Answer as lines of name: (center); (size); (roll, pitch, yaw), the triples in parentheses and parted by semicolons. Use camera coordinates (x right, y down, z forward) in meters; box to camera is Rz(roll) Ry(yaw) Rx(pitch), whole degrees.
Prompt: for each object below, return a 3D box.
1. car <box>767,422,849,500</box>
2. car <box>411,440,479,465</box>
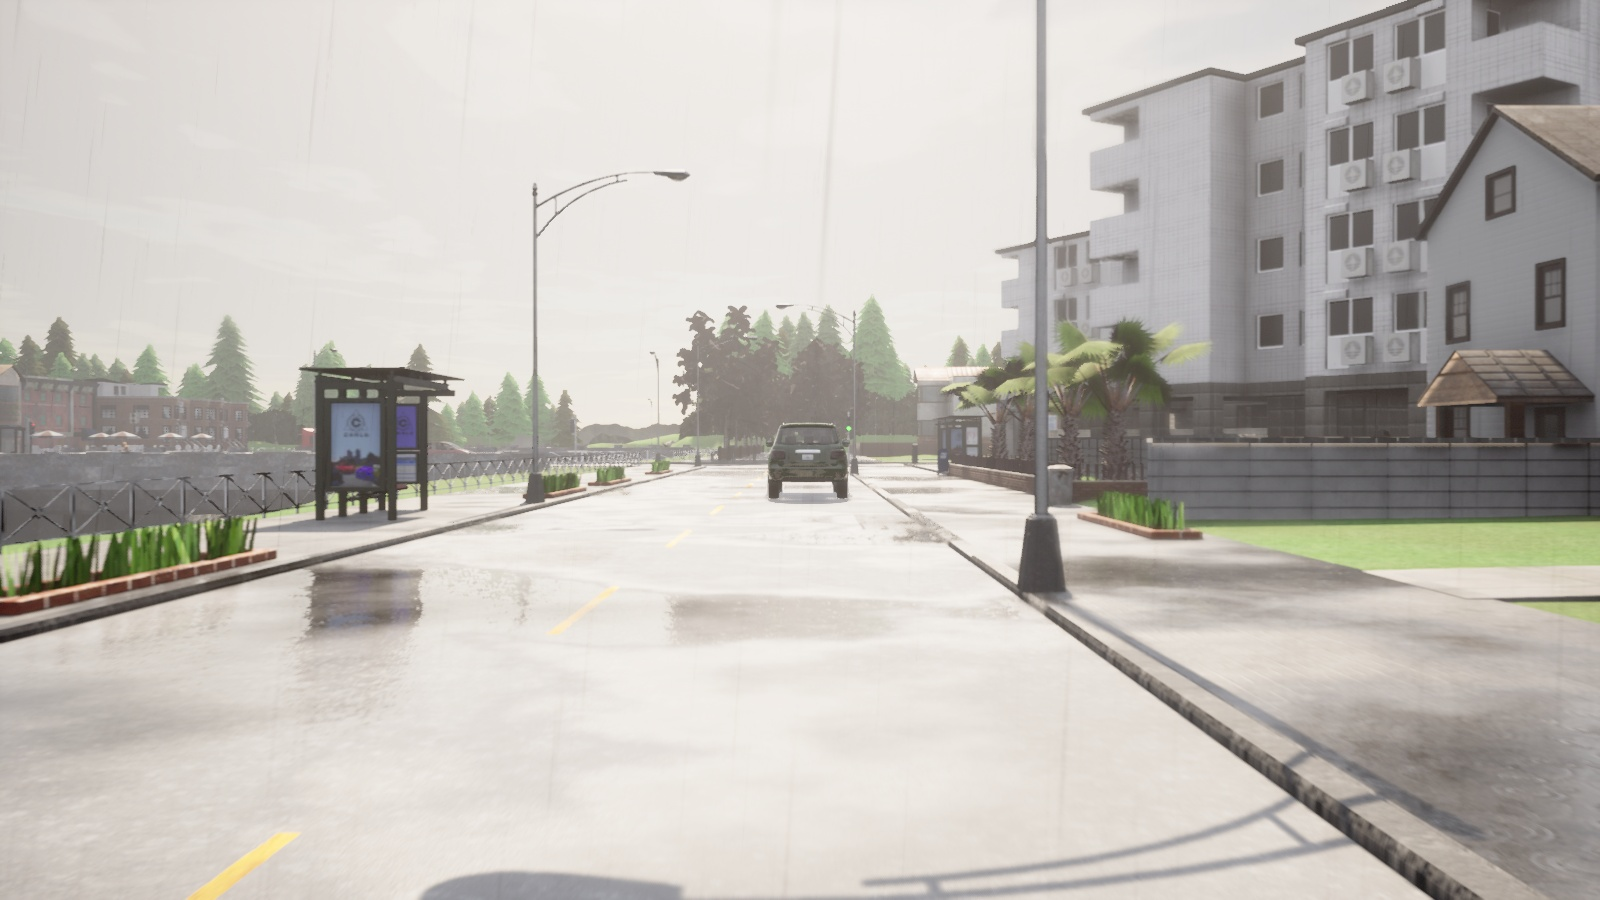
car: (0.221, 0.265, 35.564); (2.150, 2.045, 5.566); (0, 0, 0)
car: (-23.564, 0.156, 83.401); (3.988, 1.617, 1.851); (0, 0, 0)
